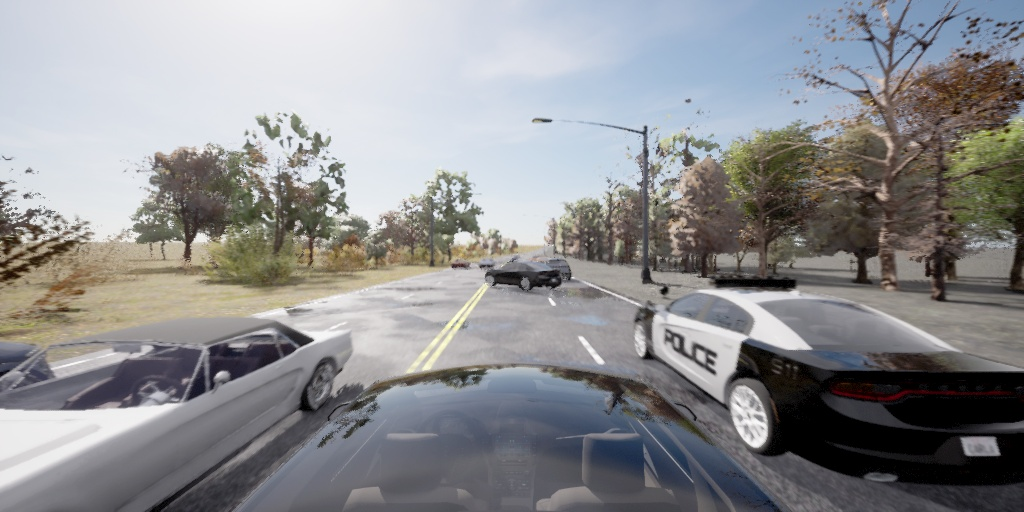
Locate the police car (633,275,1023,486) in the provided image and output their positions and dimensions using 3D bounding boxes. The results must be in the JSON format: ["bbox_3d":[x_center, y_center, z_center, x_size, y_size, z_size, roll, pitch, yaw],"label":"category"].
[{"bbox_3d":[3.260,1.096,5.077,1.930,1.638,5.238,1,0,0],"label":"police car"}]

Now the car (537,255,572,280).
[{"bbox_3d":[3.266,0.918,26.962,2.033,1.649,4.856,0,0,0],"label":"car"}]

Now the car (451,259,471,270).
[{"bbox_3d":[-6.409,0.996,45.005,1.895,1.301,4.718,0,1,1],"label":"car"}]

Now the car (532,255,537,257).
[{"bbox_3d":[3.331,0.869,37.929,1.882,1.535,5.008,0,0,1],"label":"car"}]

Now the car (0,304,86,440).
[{"bbox_3d":[-6.604,1.340,2.622,1.994,1.385,4.181,0,0,0],"label":"car"}]

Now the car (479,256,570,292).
[{"bbox_3d":[0.500,0.992,19.566,1.882,1.535,5.008,0,1,-39],"label":"car"}]

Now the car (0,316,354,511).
[{"bbox_3d":[-3.354,1.355,3.266,1.895,1.301,4.718,0,0,0],"label":"car"}]

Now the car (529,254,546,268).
[{"bbox_3d":[3.458,0.637,48.864,2.097,1.767,4.553,0,0,1],"label":"car"}]

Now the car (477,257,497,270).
[{"bbox_3d":[-3.142,0.914,46.099,2.033,1.411,5.357,0,1,1],"label":"car"}]
